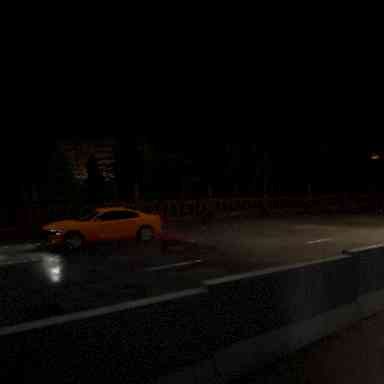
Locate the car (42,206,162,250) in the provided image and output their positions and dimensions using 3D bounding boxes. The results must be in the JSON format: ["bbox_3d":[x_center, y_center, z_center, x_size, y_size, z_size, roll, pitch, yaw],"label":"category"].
[{"bbox_3d":[-3.696,1.418,14.249,5.008,1.535,1.882,-1,1,-35],"label":"car"}]
